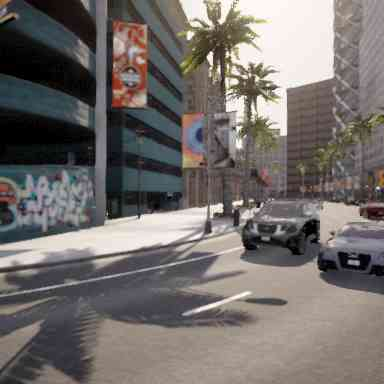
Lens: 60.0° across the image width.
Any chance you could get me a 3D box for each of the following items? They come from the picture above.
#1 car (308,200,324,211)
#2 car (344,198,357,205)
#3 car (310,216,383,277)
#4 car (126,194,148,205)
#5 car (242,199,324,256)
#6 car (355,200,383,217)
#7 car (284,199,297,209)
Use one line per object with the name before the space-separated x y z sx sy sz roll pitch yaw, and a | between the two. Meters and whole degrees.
car | 18.660 1.964 50.204 1.812 1.442 4.674 0 -1 15
car | 35.057 2.026 73.319 2.185 1.767 4.553 0 0 14
car | 5.349 1.660 10.286 1.994 1.385 4.181 0 0 35
car | -7.887 1.334 46.211 2.435 2.045 5.566 0 0 14
car | 4.065 1.342 14.322 2.150 2.045 5.566 0 0 31
car | 18.060 1.790 33.080 1.882 1.535 5.008 0 0 15
car | 16.311 1.943 55.120 1.882 1.535 5.008 0 -1 15
